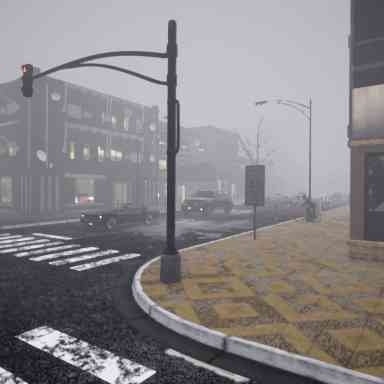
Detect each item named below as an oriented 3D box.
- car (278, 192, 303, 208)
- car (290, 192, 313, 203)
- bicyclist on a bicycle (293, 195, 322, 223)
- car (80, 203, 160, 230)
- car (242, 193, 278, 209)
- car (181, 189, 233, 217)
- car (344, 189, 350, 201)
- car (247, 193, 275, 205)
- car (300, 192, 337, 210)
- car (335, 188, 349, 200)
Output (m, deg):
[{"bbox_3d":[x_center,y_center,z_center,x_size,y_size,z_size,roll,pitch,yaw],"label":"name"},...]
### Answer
[{"bbox_3d":[11.025,1.003,35.477,1.895,1.301,4.718,1,1,35],"label":"car"},{"bbox_3d":[15.848,0.691,47.899,1.812,1.442,4.674,1,1,35],"label":"car"},{"bbox_3d":[6.775,1.003,19.598,1.656,1.620,0.582,0,1,35],"label":"bicyclist on a bicycle"},{"bbox_3d":[-4.072,1.334,19.299,1.895,1.301,4.718,1,1,35],"label":"car"},{"bbox_3d":[7.081,1.014,35.388,1.895,1.301,4.718,1,1,35],"label":"car"},{"bbox_3d":[1.370,0.798,27.139,2.150,2.045,5.566,1,1,35],"label":"car"},{"bbox_3d":[25.412,0.619,51.686,1.887,1.381,4.507,2,2,35],"label":"car"},{"bbox_3d":[8.863,0.821,42.620,1.887,1.381,4.507,2,2,35],"label":"car"},{"bbox_3d":[12.650,0.993,33.068,2.008,1.369,4.403,2,2,35],"label":"car"},{"bbox_3d":[24.213,0.571,54.553,2.033,1.411,5.357,1,1,36],"label":"car"}]
